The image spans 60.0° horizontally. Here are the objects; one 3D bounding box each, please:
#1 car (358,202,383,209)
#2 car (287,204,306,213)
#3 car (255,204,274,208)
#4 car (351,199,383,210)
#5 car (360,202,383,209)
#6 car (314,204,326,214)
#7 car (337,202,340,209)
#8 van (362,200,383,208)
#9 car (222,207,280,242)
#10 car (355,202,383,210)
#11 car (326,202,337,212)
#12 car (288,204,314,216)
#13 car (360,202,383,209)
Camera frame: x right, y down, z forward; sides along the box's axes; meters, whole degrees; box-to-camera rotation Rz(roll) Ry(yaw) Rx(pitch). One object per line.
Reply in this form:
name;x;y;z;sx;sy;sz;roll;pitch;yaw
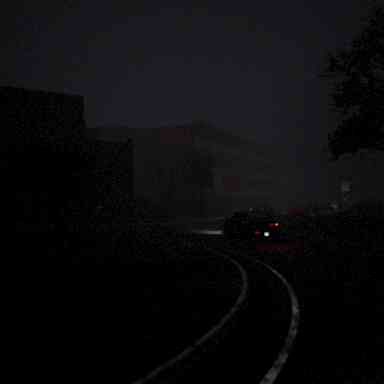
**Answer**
car;39.444;3.010;73.411;4.674;1.452;2.002;-1;-1;31
car;17.556;2.755;55.885;1.994;1.385;4.181;-1;-1;32
car;8.857;2.240;41.870;2.097;1.767;4.553;-1;-2;32
car;33.633;2.519;63.724;5.566;2.045;2.435;-1;-1;31
car;42.317;3.094;78.278;4.792;1.488;2.163;-1;-1;31
car;19.474;2.634;52.688;1.837;1.490;4.892;-1;-1;32
car;30.143;2.835;70.104;1.812;1.442;4.674;-1;-1;31
van;43.890;2.885;80.634;4.442;1.987;1.878;-1;-1;31
car;3.053;1.762;18.070;1.837;1.490;4.892;0;-1;-11
car;36.548;2.872;68.561;5.008;1.535;2.097;-1;-1;31
car;24.924;2.880;61.562;1.994;1.385;4.181;-1;-1;31
car;14.270;2.420;44.108;1.882;1.535;5.008;-1;-2;32
car;40.897;3.057;75.834;4.674;1.452;2.002;-1;-1;31
